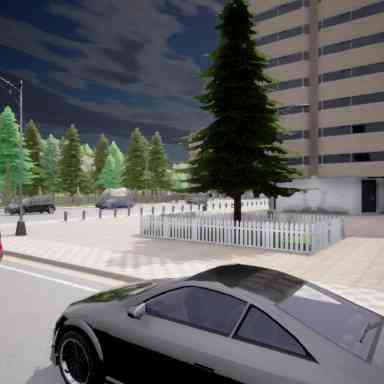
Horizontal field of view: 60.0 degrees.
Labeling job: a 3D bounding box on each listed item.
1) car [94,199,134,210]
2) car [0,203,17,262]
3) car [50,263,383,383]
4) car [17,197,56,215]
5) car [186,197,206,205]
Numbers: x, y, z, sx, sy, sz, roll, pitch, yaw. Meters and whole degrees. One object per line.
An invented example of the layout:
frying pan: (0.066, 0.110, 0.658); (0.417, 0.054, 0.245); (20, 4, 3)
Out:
car: (-9.854, 1.551, 42.652); (2.033, 1.411, 5.357); (0, 0, 36)
car: (-7.414, 1.223, 9.228); (5.566, 2.045, 2.150); (0, 0, 36)
car: (0.276, 1.564, 3.795); (4.181, 1.385, 1.994); (0, 0, 35)
car: (-16.279, 1.355, 33.626); (2.097, 1.767, 4.553); (0, 0, 35)
car: (0.705, 1.568, 57.368); (1.994, 1.385, 4.181); (0, 0, 36)
